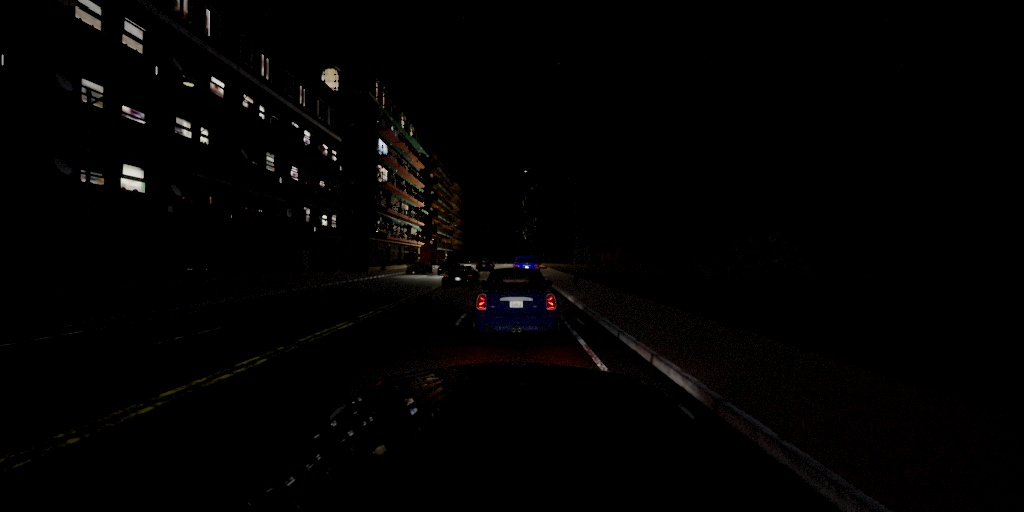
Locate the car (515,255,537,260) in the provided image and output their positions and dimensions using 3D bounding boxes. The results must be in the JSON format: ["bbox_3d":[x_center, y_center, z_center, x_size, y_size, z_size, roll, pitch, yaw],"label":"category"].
[{"bbox_3d":[1.151,0.978,30.115,2.150,2.045,5.566,0,0,0],"label":"car"}]

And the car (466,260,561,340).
[{"bbox_3d":[0.103,1.103,10.162,2.097,1.767,4.553,0,0,0],"label":"car"}]

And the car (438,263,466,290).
[{"bbox_3d":[-3.140,1.316,22.784,1.994,1.385,4.181,0,0,0],"label":"car"}]

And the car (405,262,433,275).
[{"bbox_3d":[-9.830,1.301,38.469,2.033,1.411,5.357,0,0,0],"label":"car"}]

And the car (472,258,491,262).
[{"bbox_3d":[-3.131,1.107,42.279,2.097,1.767,4.553,0,0,0],"label":"car"}]

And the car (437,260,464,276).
[{"bbox_3d":[-6.584,1.258,37.627,1.837,1.490,4.892,0,0,0],"label":"car"}]
